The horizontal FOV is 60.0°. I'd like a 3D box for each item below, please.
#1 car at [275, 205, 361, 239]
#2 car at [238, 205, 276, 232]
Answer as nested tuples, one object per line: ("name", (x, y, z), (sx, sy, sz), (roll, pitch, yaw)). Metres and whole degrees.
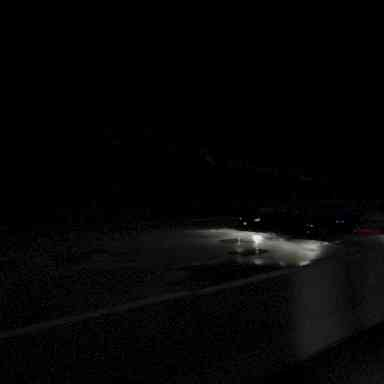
("car", (6.936, 1.482, 17.534), (5.008, 1.535, 1.882), (0, 0, -35))
("car", (4.937, 1.530, 20.406), (4.674, 1.442, 1.812), (0, 0, -35))
